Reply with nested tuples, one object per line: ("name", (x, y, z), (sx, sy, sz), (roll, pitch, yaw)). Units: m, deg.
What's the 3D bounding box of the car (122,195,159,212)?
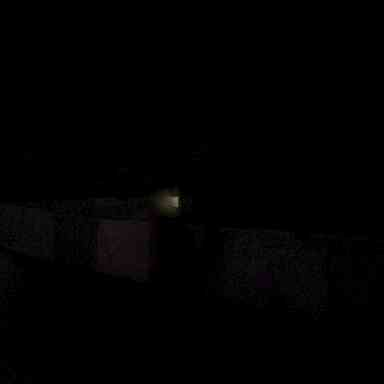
("car", (-5.129, 1.150, 30.625), (2.097, 1.767, 4.553), (-2, -1, 35))
